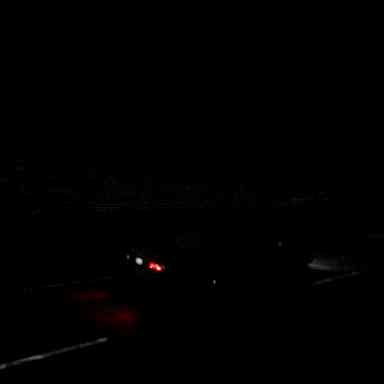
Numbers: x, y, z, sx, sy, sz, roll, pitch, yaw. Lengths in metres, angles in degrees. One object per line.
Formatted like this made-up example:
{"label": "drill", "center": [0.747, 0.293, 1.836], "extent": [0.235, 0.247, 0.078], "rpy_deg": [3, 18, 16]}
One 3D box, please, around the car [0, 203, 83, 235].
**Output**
{"label": "car", "center": [-9.064, 1.481, 19.033], "extent": [5.008, 1.535, 1.882], "rpy_deg": [0, 0, -36]}

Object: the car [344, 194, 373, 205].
{"label": "car", "center": [24.290, 1.257, 48.075], "extent": [5.566, 2.045, 2.150], "rpy_deg": [0, 0, -36]}

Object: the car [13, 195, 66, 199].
{"label": "car", "center": [-10.956, 1.225, 21.979], "extent": [5.566, 2.045, 2.150], "rpy_deg": [0, 0, -36]}

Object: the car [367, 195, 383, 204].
{"label": "car", "center": [26.529, 1.528, 45.386], "extent": [4.902, 1.511, 2.128], "rpy_deg": [0, 0, -37]}

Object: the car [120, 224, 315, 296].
{"label": "car", "center": [0.890, 1.555, 8.688], "extent": [5.357, 1.411, 2.033], "rpy_deg": [0, 0, -36]}

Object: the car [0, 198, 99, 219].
{"label": "car", "center": [-6.847, 1.356, 16.318], "extent": [4.553, 1.767, 2.097], "rpy_deg": [0, 0, -36]}
